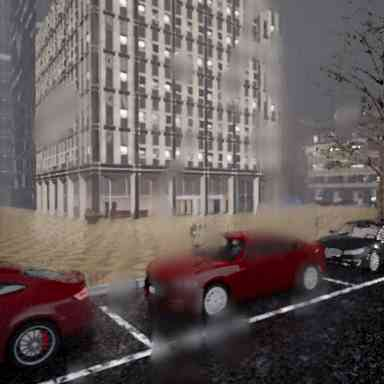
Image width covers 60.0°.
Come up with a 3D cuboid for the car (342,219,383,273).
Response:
[{"bbox_3d":[5.624,1.564,10.578,4.403,1.369,2.008,0,0,-35],"label":"car"}]

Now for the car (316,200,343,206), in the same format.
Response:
[{"bbox_3d":[26.832,2.211,65.876,1.887,1.381,4.507,-1,0,-36],"label":"car"}]

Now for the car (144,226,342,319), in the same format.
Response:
[{"bbox_3d":[1.123,1.551,7.368,4.507,1.381,1.887,0,0,-35],"label":"car"}]

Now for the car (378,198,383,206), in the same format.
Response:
[{"bbox_3d":[38.595,1.938,64.281,1.967,1.590,4.097,-1,0,-36],"label":"car"}]

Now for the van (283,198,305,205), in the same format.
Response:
[{"bbox_3d":[21.911,2.131,72.761,1.690,1.788,3.998,-1,0,-36],"label":"van"}]

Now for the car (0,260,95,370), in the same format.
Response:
[{"bbox_3d":[-3.376,1.581,4.158,4.206,1.307,1.802,0,0,-35],"label":"car"}]

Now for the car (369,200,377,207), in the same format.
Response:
[{"bbox_3d":[32.912,2.065,57.403,2.008,1.369,4.403,-1,0,-36],"label":"car"}]

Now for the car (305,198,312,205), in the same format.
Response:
[{"bbox_3d":[26.739,2.231,80.439,1.967,1.590,4.097,-1,0,-36],"label":"car"}]

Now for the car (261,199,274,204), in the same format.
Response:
[{"bbox_3d":[20.206,2.537,89.457,1.802,1.307,4.206,-1,0,-36],"label":"car"}]

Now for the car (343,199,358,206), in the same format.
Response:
[{"bbox_3d":[33.336,2.210,71.462,1.802,1.307,4.206,-1,0,-36],"label":"car"}]
